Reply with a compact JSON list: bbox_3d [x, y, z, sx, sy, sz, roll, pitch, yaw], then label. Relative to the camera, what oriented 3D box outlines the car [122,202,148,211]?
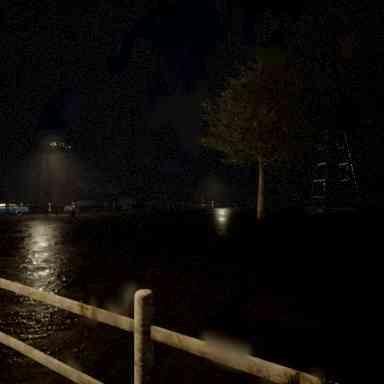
[{"bbox_3d":[-8.994,2.267,52.648,1.812,1.442,4.674,-2,-2,36],"label":"car"}]

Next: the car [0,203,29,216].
[{"bbox_3d":[-20.729,1.950,36.332,2.033,1.411,5.357,-2,-2,35],"label":"car"}]

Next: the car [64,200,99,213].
[{"bbox_3d":[-14.773,1.924,44.621,2.097,1.767,4.553,-2,-2,36],"label":"car"}]
